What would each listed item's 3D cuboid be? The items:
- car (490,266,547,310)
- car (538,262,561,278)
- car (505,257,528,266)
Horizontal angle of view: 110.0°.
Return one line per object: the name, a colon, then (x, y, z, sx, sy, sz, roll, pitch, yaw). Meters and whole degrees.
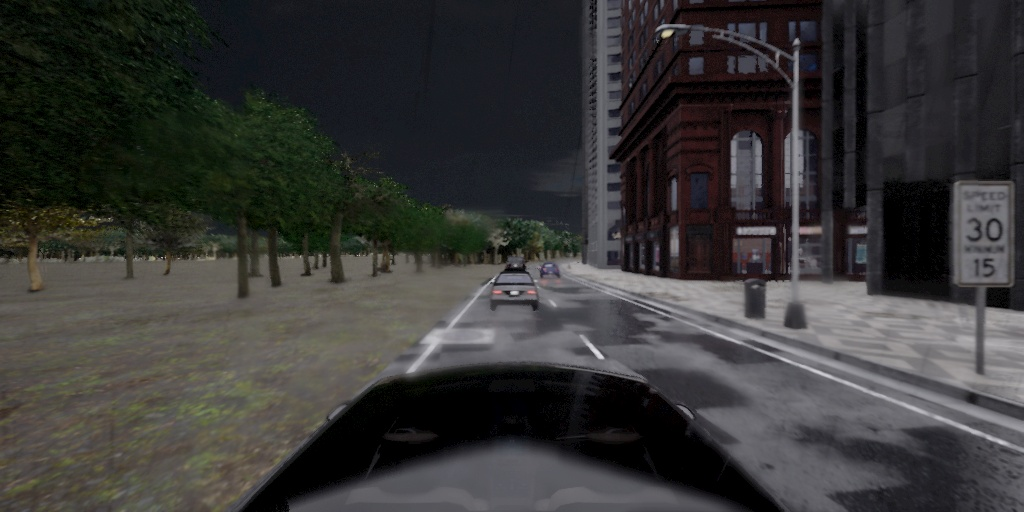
car: (0.104, 1.310, 14.738, 2.033, 1.411, 5.357, 0, 0, 0)
car: (3.737, 1.371, 35.411, 1.812, 1.442, 4.674, 0, 0, 3)
car: (0.468, 1.080, 38.260, 2.150, 2.045, 5.566, 0, 0, 2)
